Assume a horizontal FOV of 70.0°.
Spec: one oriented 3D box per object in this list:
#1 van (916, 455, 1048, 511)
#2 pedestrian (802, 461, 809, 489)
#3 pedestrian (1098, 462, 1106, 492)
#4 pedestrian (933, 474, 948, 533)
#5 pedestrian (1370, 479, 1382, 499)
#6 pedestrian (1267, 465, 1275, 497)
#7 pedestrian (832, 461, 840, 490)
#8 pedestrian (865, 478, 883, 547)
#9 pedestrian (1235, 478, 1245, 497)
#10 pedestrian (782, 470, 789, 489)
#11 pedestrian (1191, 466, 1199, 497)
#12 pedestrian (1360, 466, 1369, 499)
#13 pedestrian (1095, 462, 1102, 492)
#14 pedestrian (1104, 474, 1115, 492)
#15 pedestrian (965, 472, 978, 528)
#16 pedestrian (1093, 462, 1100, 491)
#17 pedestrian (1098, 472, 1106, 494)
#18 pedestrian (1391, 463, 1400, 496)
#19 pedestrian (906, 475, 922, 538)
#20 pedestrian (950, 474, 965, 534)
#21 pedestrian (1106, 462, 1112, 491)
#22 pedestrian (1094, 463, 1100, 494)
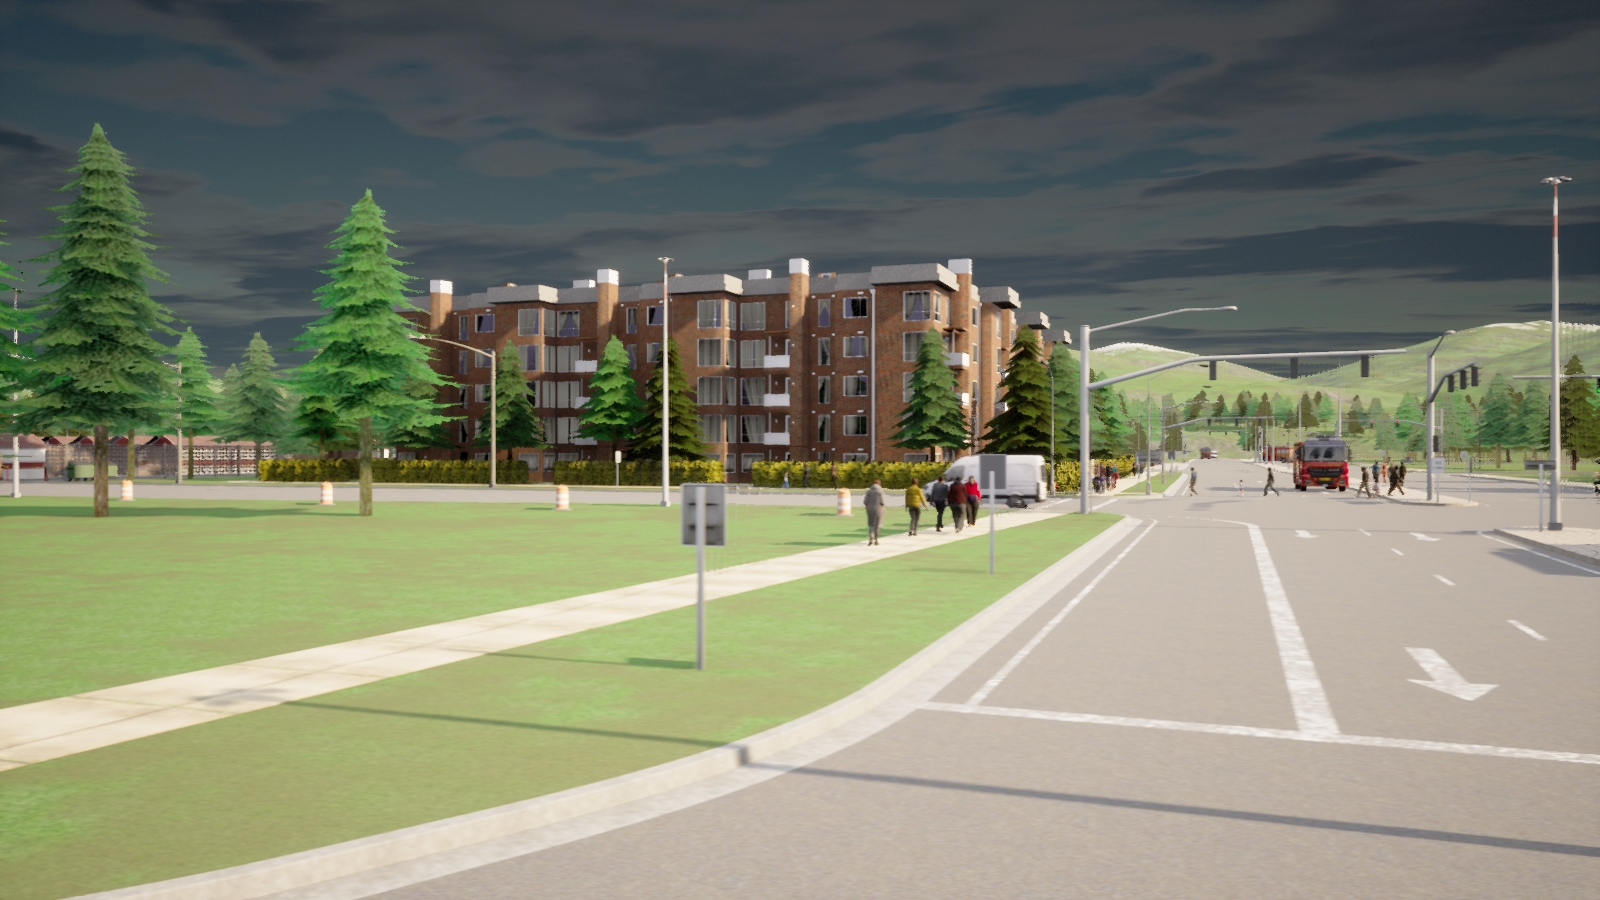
[{"bbox_3d":[8.659,1.533,54.303,5.915,2.561,1.988,0,0,20],"label":"van"},{"bbox_3d":[0.386,1.693,76.823,0.375,1.860,0.375,0,0,22],"label":"pedestrian"},{"bbox_3d":[19.141,1.697,72.396,0.375,1.860,0.375,0,0,42],"label":"pedestrian"},{"bbox_3d":[4.493,1.695,36.559,0.375,1.860,0.375,0,0,28],"label":"pedestrian"},{"bbox_3d":[32.846,2.237,65.165,0.500,1.100,0.500,0,0,12],"label":"pedestrian"},{"bbox_3d":[27.853,1.849,67.552,0.375,1.860,0.375,0,0,20],"label":"pedestrian"},{"bbox_3d":[2.388,1.693,76.090,0.375,1.860,0.375,0,0,26],"label":"pedestrian"},{"bbox_3d":[2.027,1.695,31.287,0.375,1.860,0.375,0,0,24],"label":"pedestrian"},{"bbox_3d":[25.896,2.229,67.236,0.500,1.100,0.500,0,0,16],"label":"pedestrian"},{"bbox_3d":[-0.977,1.973,77.191,0.375,1.300,0.375,0,0,6],"label":"pedestrian"},{"bbox_3d":[23.312,1.850,67.509,0.375,1.860,0.375,0,0,32],"label":"pedestrian"},{"bbox_3d":[31.972,1.849,64.726,0.375,1.860,0.375,0,0,16],"label":"pedestrian"},{"bbox_3d":[18.647,1.694,71.465,0.375,1.860,0.375,0,0,21],"label":"pedestrian"},{"bbox_3d":[19.484,2.075,71.870,0.500,1.100,0.500,0,0,-5],"label":"pedestrian"},{"bbox_3d":[5.837,1.695,38.904,0.375,1.860,0.375,0,0,16],"label":"pedestrian"},{"bbox_3d":[19.046,1.695,73.304,0.375,1.860,0.375,0,0,3],"label":"pedestrian"},{"bbox_3d":[17.983,1.977,68.022,0.375,1.300,0.375,0,0,23],"label":"pedestrian"},{"bbox_3d":[33.790,1.697,64.883,0.375,1.860,0.375,0,0,14],"label":"pedestrian"},{"bbox_3d":[3.424,1.695,34.331,0.375,1.860,0.375,0,0,25],"label":"pedestrian"},{"bbox_3d":[4.940,1.695,35.774,0.375,1.860,0.375,0,0,26],"label":"pedestrian"},{"bbox_3d":[19.932,1.695,73.743,0.375,1.860,0.375,0,0,15],"label":"pedestrian"},{"bbox_3d":[17.873,1.695,68.754,0.375,1.860,0.375,0,0,12],"label":"pedestrian"}]
